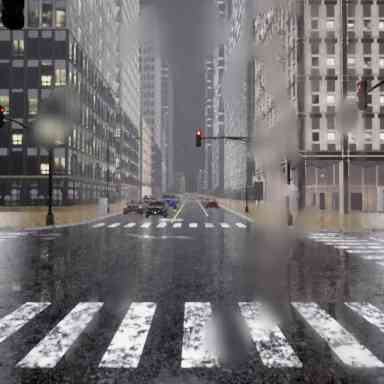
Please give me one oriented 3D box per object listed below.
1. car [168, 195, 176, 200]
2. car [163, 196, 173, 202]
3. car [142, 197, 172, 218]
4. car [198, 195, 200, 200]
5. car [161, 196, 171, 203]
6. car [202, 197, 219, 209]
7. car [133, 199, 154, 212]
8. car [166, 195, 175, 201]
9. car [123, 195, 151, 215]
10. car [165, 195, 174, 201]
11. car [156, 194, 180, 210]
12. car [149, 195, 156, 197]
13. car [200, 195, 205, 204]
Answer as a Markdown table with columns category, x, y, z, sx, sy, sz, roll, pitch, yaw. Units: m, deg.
| category | x | y | z | sx | sy | sz | roll | pitch | yaw |
| --- | --- | --- | --- | --- | --- | --- | --- | --- | --- |
| car | -5.723 | 1.596 | 95.072 | 1.947 | 1.339 | 4.313 | 1 | 0 | 0 |
| car | -5.714 | 1.575 | 78.347 | 2.008 | 1.369 | 4.403 | 1 | 0 | 0 |
| car | -3.115 | 1.513 | 30.429 | 1.837 | 1.490 | 4.892 | 0 | 0 | 0 |
| car | 2.674 | 1.584 | 61.695 | 1.947 | 1.339 | 4.313 | 1 | 0 | 0 |
| car | -5.711 | 1.567 | 72.771 | 1.887 | 1.381 | 4.507 | 1 | 0 | 0 |
| car | 2.681 | 1.595 | 44.962 | 1.802 | 1.307 | 4.206 | 1 | 0 | 0 |
| car | -5.696 | 1.593 | 39.321 | 1.802 | 1.307 | 4.206 | 1 | 0 | 0 |
| car | -5.719 | 1.579 | 89.497 | 2.008 | 1.369 | 4.403 | 1 | 0 | 0 |
| car | -5.690 | 1.450 | 33.745 | 1.967 | 1.590 | 4.097 | 1 | 0 | 0 |
| car | -5.717 | 1.571 | 83.922 | 1.887 | 1.381 | 4.507 | 1 | 0 | 0 |
| car | -3.119 | 1.236 | 44.597 | 2.150 | 2.045 | 5.566 | 0 | 0 | 0 |
| car | -5.693 | 1.328 | 44.896 | 2.192 | 1.841 | 5.009 | 1 | 0 | 0 |
| car | 2.678 | 1.542 | 56.287 | 1.752 | 1.417 | 4.829 | 1 | 0 | 0 |
